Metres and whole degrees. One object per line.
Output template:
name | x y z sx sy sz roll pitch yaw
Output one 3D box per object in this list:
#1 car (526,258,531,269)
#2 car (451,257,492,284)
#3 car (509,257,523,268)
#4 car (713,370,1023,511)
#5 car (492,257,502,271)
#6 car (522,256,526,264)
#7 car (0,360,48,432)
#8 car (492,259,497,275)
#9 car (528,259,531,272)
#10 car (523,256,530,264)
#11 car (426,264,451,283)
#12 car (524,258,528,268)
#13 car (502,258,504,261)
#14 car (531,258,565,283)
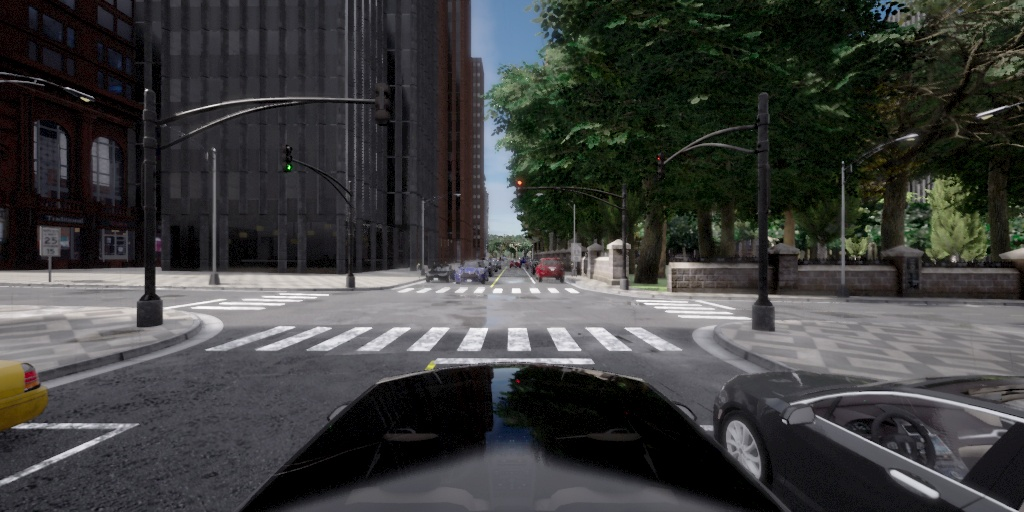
car | 3.087 1.336 44.754 2.007 1.370 4.403 0 0 0
car | -2.912 1.116 26.846 2.097 1.767 4.553 0 0 0
car | 0.537 1.333 61.258 1.812 1.442 4.674 0 0 0
car | 2.760 1.300 1.722 2.007 1.370 4.403 0 0 0
car | -2.764 1.278 45.445 2.128 1.511 4.902 0 0 0
car | 3.212 1.247 61.124 1.967 1.591 4.097 0 0 0
car | -5.766 1.275 1.608 1.751 1.417 4.829 0 0 0
car | -2.841 1.279 35.949 1.837 1.490 4.892 0 0 1
car | 3.046 1.345 39.298 1.948 1.339 4.313 0 0 0
car | 3.170 1.240 55.667 1.967 1.591 4.097 0 0 0
car | -5.562 1.331 28.442 1.948 1.339 4.313 0 0 0
car | 3.129 1.344 50.211 2.007 1.370 4.403 0 0 0
car | -2.664 1.364 55.436 1.994 1.385 4.181 0 0 1
car | 2.963 1.080 28.386 2.192 1.841 5.009 0 0 0
